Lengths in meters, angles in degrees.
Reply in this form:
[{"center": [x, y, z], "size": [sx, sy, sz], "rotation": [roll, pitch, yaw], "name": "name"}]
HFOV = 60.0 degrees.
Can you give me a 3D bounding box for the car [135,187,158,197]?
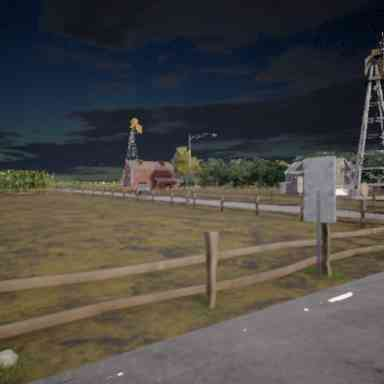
[{"center": [-6.950, -0.013, 50.996], "size": [1.882, 1.535, 5.008], "rotation": [-1, 2, -35], "name": "car"}]
